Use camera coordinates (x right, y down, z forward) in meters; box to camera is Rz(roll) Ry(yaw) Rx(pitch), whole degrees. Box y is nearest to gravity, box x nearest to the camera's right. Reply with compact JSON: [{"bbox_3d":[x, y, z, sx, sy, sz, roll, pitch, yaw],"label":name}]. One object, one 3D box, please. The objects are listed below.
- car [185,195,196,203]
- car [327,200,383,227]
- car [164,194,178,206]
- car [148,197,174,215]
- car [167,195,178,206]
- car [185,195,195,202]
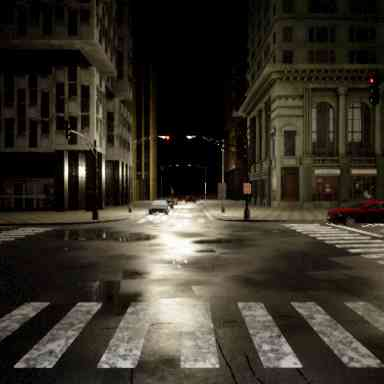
[{"bbox_3d":[-0.256,1.440,63.866,1.812,1.442,4.674,0,0,0],"label":"car"},{"bbox_3d":[10.956,1.283,20.554,5.008,1.535,1.882,-1,0,0],"label":"car"},{"bbox_3d":[-3.361,1.290,53.798,2.097,1.767,4.553,0,0,0],"label":"car"},{"bbox_3d":[-3.214,1.522,33.590,2.033,1.411,5.357,0,0,0],"label":"car"},{"bbox_3d":[-3.291,1.450,43.506,2.128,1.511,4.902,0,0,0],"label":"car"},{"bbox_3d":[-0.424,1.441,73.678,1.994,1.385,4.181,0,0,0],"label":"car"}]
